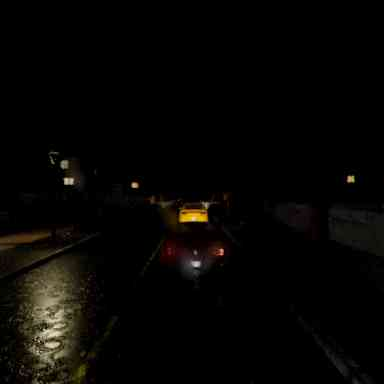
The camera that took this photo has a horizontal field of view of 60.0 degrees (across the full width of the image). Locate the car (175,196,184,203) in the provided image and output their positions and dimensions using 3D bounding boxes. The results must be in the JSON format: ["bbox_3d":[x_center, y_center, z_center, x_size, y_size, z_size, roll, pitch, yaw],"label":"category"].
[{"bbox_3d":[-2.721,1.636,74.114,2.128,1.511,4.902,0,0,0],"label":"car"}]

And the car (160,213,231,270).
[{"bbox_3d":[0.100,1.589,10.892,1.895,1.301,4.718,0,0,0],"label":"car"}]

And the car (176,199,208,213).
[{"bbox_3d":[0.101,1.465,22.870,1.882,1.535,5.008,0,0,0],"label":"car"}]
